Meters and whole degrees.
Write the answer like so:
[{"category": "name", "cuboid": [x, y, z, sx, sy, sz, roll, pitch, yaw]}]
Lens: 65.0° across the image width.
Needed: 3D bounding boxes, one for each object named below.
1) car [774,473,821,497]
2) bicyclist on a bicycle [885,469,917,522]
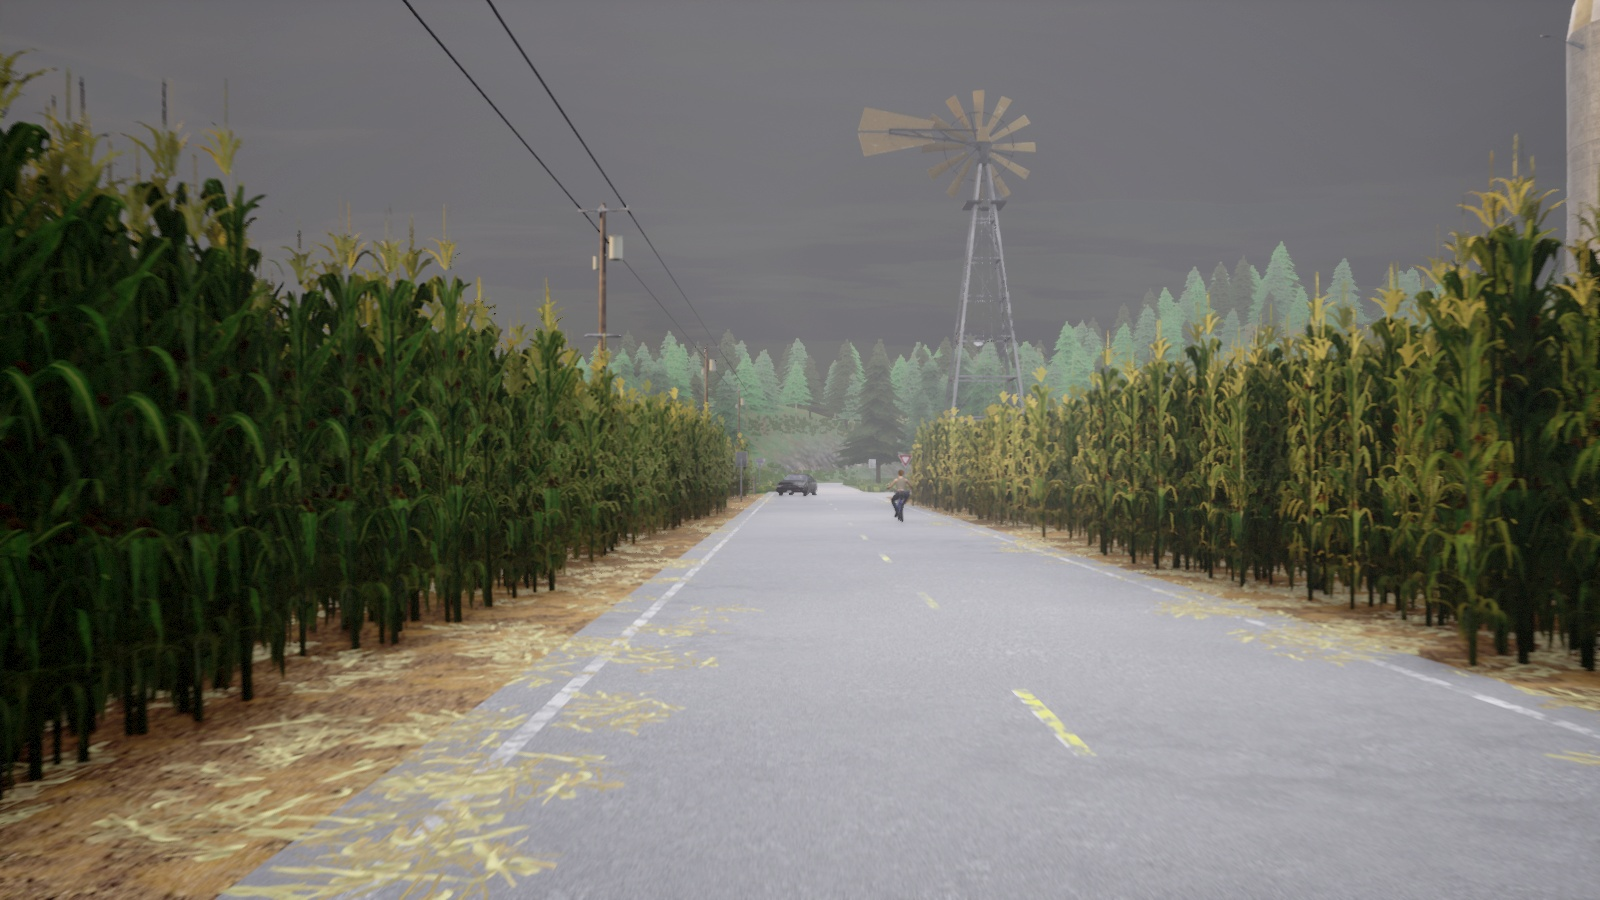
[{"category": "car", "cuboid": [-0.120, 2.194, 79.506, 2.033, 1.411, 5.357, 0, -1, 11]}, {"category": "bicyclist on a bicycle", "cuboid": [3.106, 1.390, 38.887, 0.866, 1.612, 1.509, 0, -1, 0]}]
